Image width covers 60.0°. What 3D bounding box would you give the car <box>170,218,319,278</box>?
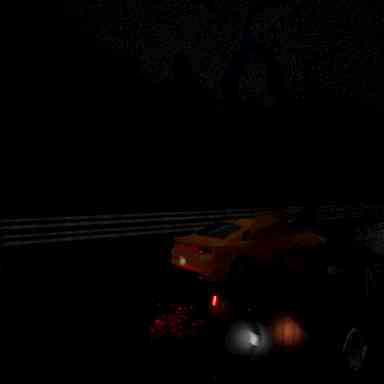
[{"bbox_3d":[1.791,1.474,9.319,5.008,1.535,1.882,0,1,-35],"label":"car"}]

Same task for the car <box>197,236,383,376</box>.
[{"bbox_3d":[2.576,1.603,5.585,4.718,1.301,1.895,0,0,-35],"label":"car"}]
